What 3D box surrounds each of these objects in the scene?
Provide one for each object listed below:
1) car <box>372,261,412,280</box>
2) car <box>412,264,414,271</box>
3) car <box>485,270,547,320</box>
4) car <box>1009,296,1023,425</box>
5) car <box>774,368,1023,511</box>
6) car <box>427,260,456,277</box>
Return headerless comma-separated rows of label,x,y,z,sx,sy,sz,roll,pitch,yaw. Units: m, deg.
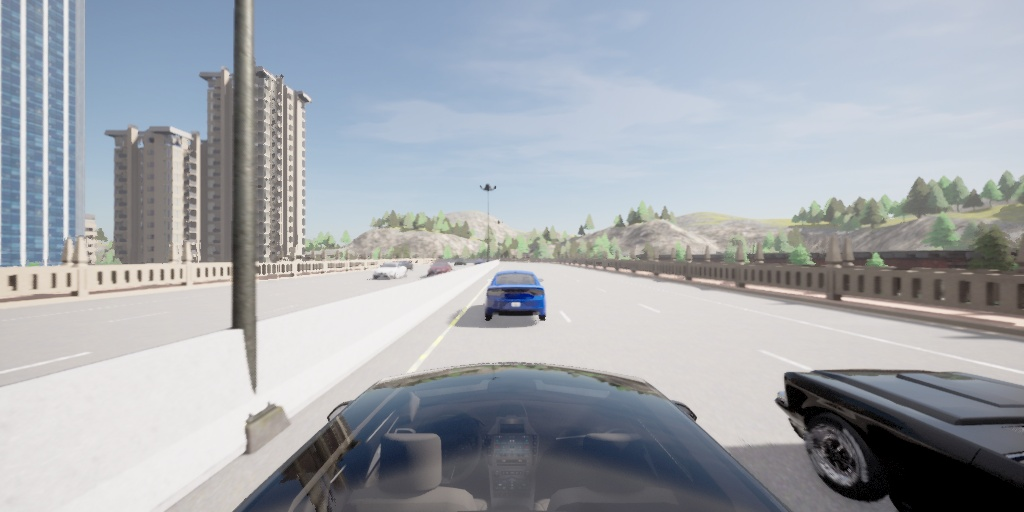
car,-10.569,1.282,31.389,1.812,1.442,4.674,0,0,0
car,-14.041,1.311,45.923,2.033,1.411,5.357,0,0,0
car,0.109,1.230,12.680,1.882,1.535,5.008,0,0,0
car,7.108,1.242,1.904,2.128,1.511,4.902,0,0,0
car,3.605,1.351,1.486,1.895,1.301,4.718,0,0,0
car,-7.063,1.283,35.652,1.812,1.442,4.674,0,0,0
